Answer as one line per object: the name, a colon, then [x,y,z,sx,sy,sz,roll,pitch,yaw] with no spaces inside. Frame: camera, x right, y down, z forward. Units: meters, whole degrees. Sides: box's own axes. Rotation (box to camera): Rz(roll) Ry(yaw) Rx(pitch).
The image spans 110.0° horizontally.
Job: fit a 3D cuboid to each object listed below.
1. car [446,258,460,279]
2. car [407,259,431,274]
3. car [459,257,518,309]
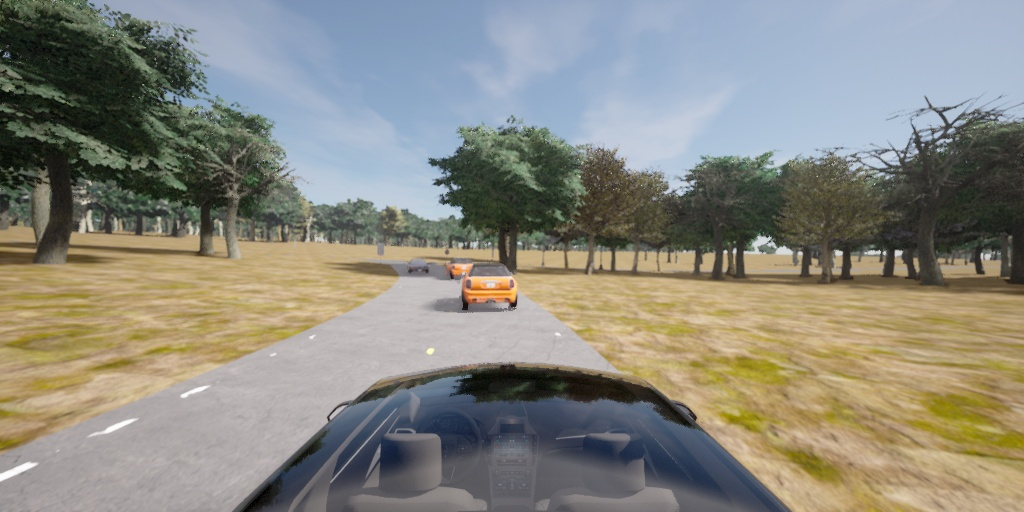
car: [-4.422,0.943,30.546,2.097,1.767,4.553,1,1,-16]
car: [-9.283,0.983,35.346,1.812,1.442,4.674,1,1,-19]
car: [-1.048,1.079,15.078,2.097,1.767,4.553,0,0,-7]
